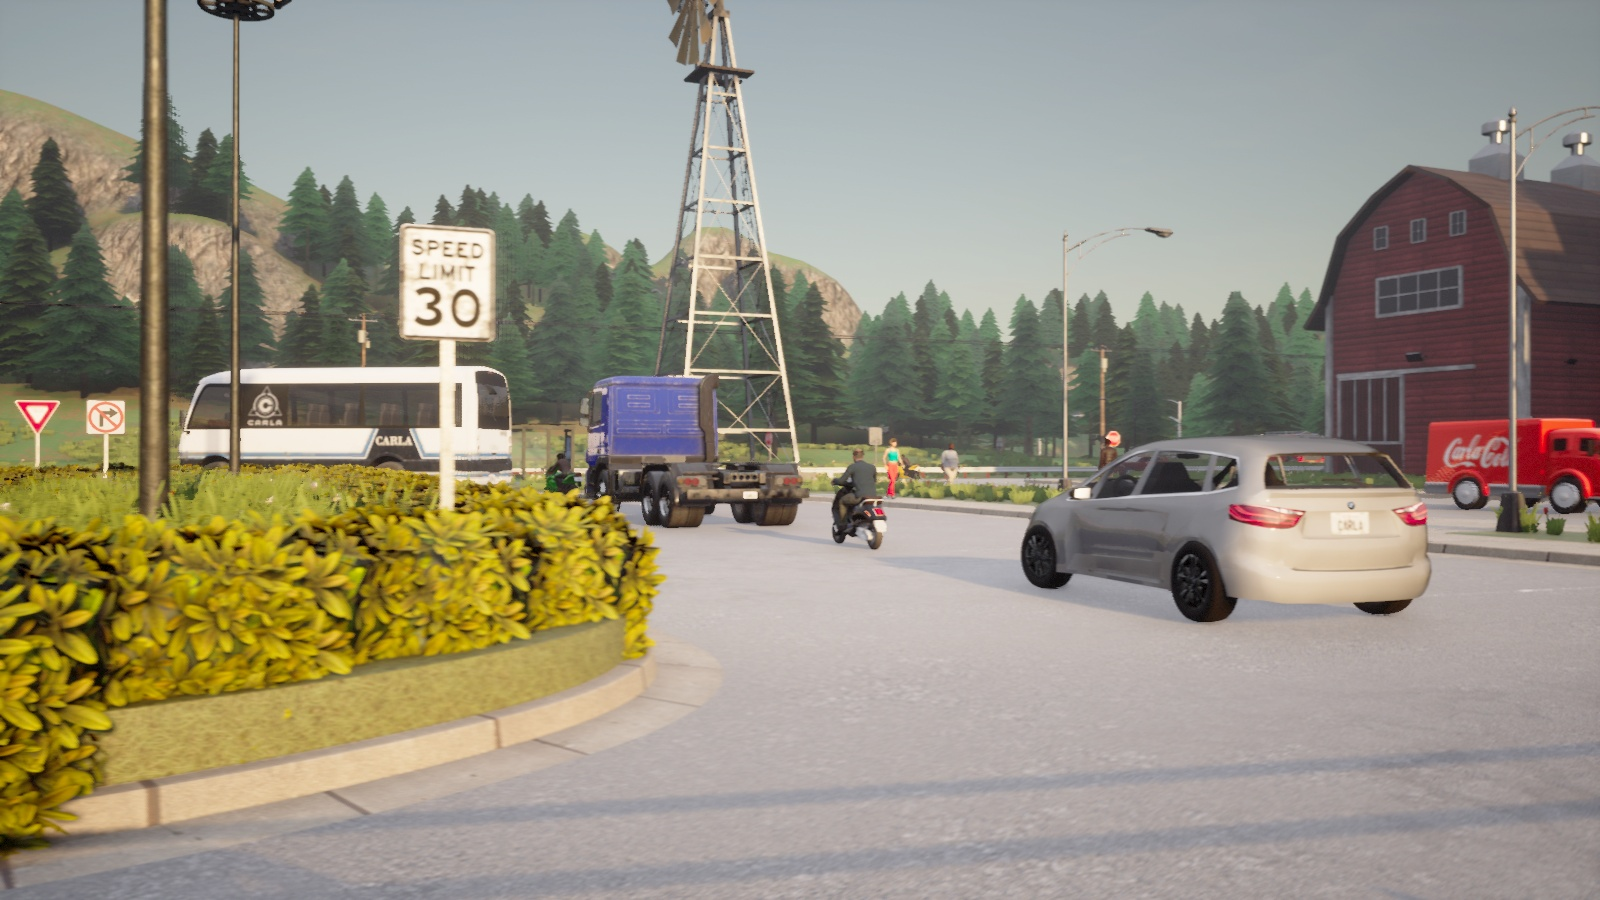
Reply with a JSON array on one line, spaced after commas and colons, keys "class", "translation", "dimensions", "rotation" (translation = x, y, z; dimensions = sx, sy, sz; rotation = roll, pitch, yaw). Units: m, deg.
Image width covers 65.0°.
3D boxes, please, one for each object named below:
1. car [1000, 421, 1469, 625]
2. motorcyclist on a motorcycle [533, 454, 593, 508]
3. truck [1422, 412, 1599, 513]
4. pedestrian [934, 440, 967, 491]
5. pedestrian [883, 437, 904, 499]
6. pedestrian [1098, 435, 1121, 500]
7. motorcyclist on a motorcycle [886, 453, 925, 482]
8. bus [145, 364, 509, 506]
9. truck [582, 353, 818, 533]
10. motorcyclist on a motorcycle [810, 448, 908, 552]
[{"class": "car", "translation": [4.081, 0.621, 12.816], "dimensions": [2.242, 1.667, 4.611], "rotation": [0, -1, -17]}, {"class": "motorcyclist on a motorcycle", "translation": [-6.898, 0.886, 36.510], "dimensions": [0.797, 1.523, 2.044], "rotation": [0, 0, -40]}, {"class": "truck", "translation": [19.694, 0.321, 33.346], "dimensions": [2.627, 2.467, 5.204], "rotation": [0, 0, -24]}, {"class": "pedestrian", "translation": [5.469, 0.554, 45.746], "dimensions": [0.874, 1.855, 0.900], "rotation": [0, 0, -21]}, {"class": "pedestrian", "translation": [2.746, 0.527, 37.043], "dimensions": [0.345, 1.836, 0.594], "rotation": [0, 0, -27]}, {"class": "pedestrian", "translation": [8.891, 0.508, 36.110], "dimensions": [0.431, 1.840, 0.703], "rotation": [0, 0, -7]}, {"class": "motorcyclist on a motorcycle", "translation": [5.870, 0.970, 70.011], "dimensions": [2.044, 1.523, 0.797], "rotation": [0, 2, 40]}, {"class": "bus", "translation": [-14.984, -0.433, 40.272], "dimensions": [10.273, 4.253, 3.944], "rotation": [0, 0, 8]}, {"class": "truck", "translation": [-2.547, -0.122, 28.318], "dimensions": [2.891, 3.462, 7.936], "rotation": [0, 0, -23]}, {"class": "motorcyclist on a motorcycle", "translation": [0.923, 0.771, 20.227], "dimensions": [0.866, 1.590, 1.817], "rotation": [0, 0, -23]}]
